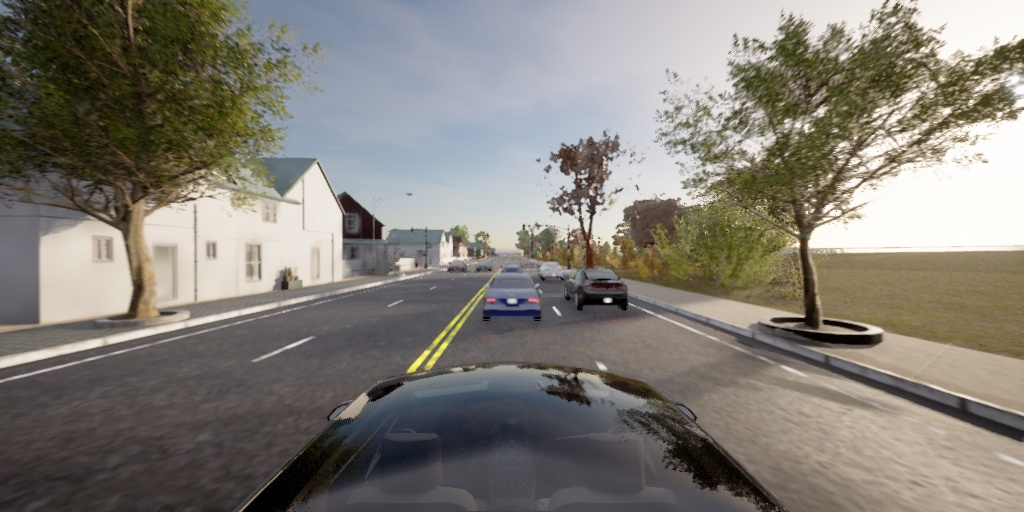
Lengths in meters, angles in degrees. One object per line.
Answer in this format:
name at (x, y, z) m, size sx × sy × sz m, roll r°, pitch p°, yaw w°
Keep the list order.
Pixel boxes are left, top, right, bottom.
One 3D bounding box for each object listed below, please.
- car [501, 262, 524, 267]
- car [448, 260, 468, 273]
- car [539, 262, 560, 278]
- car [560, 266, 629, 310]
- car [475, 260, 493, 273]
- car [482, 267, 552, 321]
car at (0.030, 1.244, 30.276) m, size 1.812 × 1.442 × 4.674 m, roll 0°, pitch 0°, yaw 1°
car at (-6.581, 1.222, 43.725) m, size 1.812 × 1.442 × 4.674 m, roll 0°, pitch 0°, yaw 0°
car at (3.279, 1.244, 30.282) m, size 1.812 × 1.442 × 4.674 m, roll 0°, pitch 0°, yaw 1°
car at (3.284, 1.244, 14.627) m, size 1.837 × 1.490 × 4.892 m, roll 0°, pitch 0°, yaw 0°
car at (-3.331, 1.222, 43.698) m, size 1.812 × 1.442 × 4.674 m, roll 0°, pitch 0°, yaw 0°
car at (0.014, 1.288, 12.411) m, size 2.033 × 1.411 × 5.357 m, roll 0°, pitch 0°, yaw 0°
